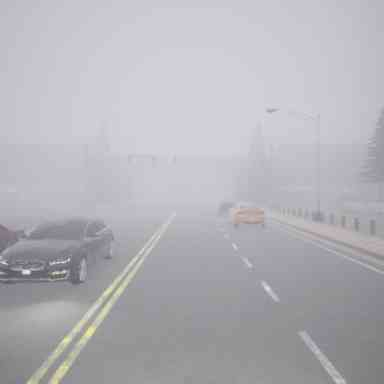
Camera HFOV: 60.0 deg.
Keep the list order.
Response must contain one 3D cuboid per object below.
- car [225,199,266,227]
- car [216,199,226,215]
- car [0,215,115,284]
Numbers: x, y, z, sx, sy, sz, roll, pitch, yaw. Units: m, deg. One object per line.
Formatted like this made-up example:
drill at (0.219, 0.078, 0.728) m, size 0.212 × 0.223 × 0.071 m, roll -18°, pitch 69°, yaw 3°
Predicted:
car at (3.558, 1.423, 22.122) m, size 1.882 × 1.535 × 5.008 m, roll 0°, pitch 0°, yaw 0°
car at (3.529, 1.396, 33.208) m, size 1.882 × 1.535 × 5.008 m, roll 0°, pitch 0°, yaw 0°
car at (-3.537, 1.483, 9.572) m, size 1.837 × 1.490 × 4.892 m, roll 0°, pitch 0°, yaw 0°
